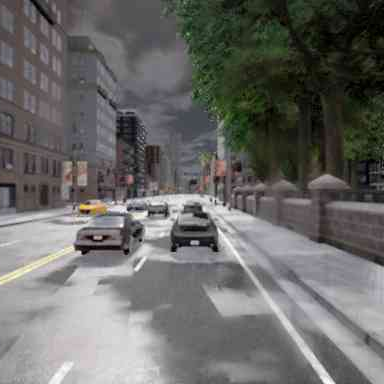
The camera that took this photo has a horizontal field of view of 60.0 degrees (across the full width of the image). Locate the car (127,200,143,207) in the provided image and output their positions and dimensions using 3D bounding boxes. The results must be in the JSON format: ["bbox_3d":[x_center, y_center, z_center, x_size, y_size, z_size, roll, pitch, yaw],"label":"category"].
[{"bbox_3d":[-6.555,1.649,40.174,2.033,1.411,5.357,0,0,1],"label":"car"}]

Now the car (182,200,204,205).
[{"bbox_3d":[0.100,1.585,32.206,1.837,1.490,4.892,0,0,0],"label":"car"}]

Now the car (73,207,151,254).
[{"bbox_3d":[-3.151,1.582,13.646,2.033,1.411,5.357,0,0,0],"label":"car"}]

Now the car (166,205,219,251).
[{"bbox_3d":[0.099,1.543,14.253,1.837,1.490,4.892,0,0,0],"label":"car"}]

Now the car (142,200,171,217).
[{"bbox_3d":[-3.150,1.572,32.170,2.128,1.511,4.902,0,0,0],"label":"car"}]

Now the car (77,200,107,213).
[{"bbox_3d":[-9.837,1.561,33.107,1.882,1.535,5.008,0,0,0],"label":"car"}]
